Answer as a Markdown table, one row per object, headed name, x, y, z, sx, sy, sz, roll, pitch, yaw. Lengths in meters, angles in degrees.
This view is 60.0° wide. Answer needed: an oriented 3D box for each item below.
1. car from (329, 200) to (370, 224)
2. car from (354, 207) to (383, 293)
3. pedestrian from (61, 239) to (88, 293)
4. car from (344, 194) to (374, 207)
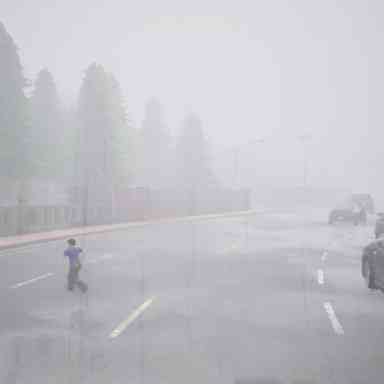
| name | x | y | z | sx | sy | sz | roll | pitch | yaw |
| --- | --- | --- | --- | --- | --- | --- | --- | --- | --- |
| car | 11.092 | 1.526 | 23.661 | 1.812 | 1.442 | 4.674 | 0 | 0 | 36 |
| car | 4.758 | 1.354 | 6.101 | 2.097 | 1.767 | 4.553 | 0 | 0 | 13 |
| pedestrian | -2.618 | 1.574 | 7.408 | 0.375 | 1.300 | 0.375 | 0 | 0 | 14 |
| car | 17.530 | 1.225 | 35.184 | 2.150 | 2.045 | 5.566 | 0 | 0 | 16 |
